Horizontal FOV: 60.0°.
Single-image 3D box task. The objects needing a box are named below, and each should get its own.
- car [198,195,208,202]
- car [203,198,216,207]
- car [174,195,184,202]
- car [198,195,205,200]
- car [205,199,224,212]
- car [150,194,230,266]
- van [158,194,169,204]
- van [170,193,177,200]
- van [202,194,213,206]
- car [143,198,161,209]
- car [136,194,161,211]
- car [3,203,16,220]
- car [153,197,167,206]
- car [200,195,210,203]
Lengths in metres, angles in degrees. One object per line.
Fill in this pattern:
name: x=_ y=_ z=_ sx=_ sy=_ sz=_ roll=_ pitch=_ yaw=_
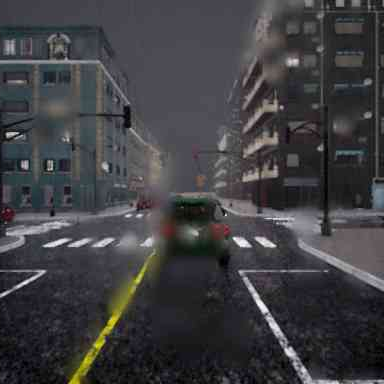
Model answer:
car: x=2.569 y=1.486 z=78.354 sx=2.008 sy=1.369 sz=4.403 roll=0 pitch=0 yaw=0
car: x=2.568 y=1.548 z=50.594 sx=1.802 sy=1.307 sz=4.206 roll=0 pitch=0 yaw=0
car: x=-2.749 y=1.377 z=71.180 sx=1.837 sy=1.490 sz=4.892 roll=0 pitch=0 yaw=0
car: x=2.569 y=1.457 z=95.010 sx=1.887 sy=1.381 sz=4.507 roll=0 pitch=0 yaw=0
car: x=2.567 y=1.542 z=39.490 sx=1.947 sy=1.339 sz=4.313 roll=0 pitch=0 yaw=0
car: x=0.047 y=1.216 z=11.605 sx=2.150 sy=2.045 sz=5.566 roll=0 pitch=0 yaw=0
van: x=-5.312 y=1.295 z=61.698 sx=1.690 sy=1.788 sz=3.998 roll=0 pitch=0 yaw=0
van: x=-5.310 y=1.253 z=95.010 sx=1.690 sy=1.788 sz=3.998 roll=0 pitch=0 yaw=0
van: x=2.569 y=1.301 z=56.146 sx=1.690 sy=1.788 sz=3.998 roll=0 pitch=0 yaw=0
car: x=-5.313 y=1.516 z=45.042 sx=1.887 sy=1.381 sz=4.507 roll=0 pitch=0 yaw=0
car: x=-5.313 y=1.291 z=39.490 sx=2.192 sy=1.841 sz=5.009 roll=0 pitch=0 yaw=0
car: x=-16.915 y=1.624 z=27.330 sx=4.097 sy=1.590 sz=1.967 roll=-1 pitch=1 yaw=0
car: x=-5.312 y=1.504 z=56.146 sx=1.887 sy=1.381 sz=4.507 roll=0 pitch=0 yaw=0
car: x=2.569 y=1.388 z=67.250 sx=1.967 sy=1.590 sz=4.097 roll=0 pitch=0 yaw=0
